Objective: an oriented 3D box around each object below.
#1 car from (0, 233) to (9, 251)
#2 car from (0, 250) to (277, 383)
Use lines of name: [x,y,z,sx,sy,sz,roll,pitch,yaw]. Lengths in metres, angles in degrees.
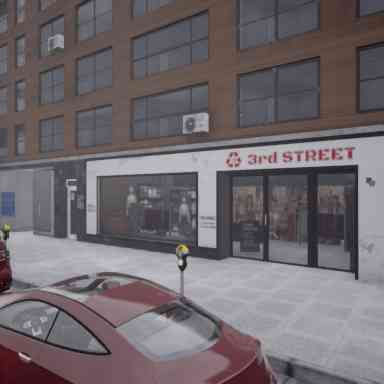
car: [-5.693,1.315,6.858,5.009,1.841,2.192,0,0,35]
car: [-1.196,1.582,3.659,4.206,1.307,1.802,0,0,35]
